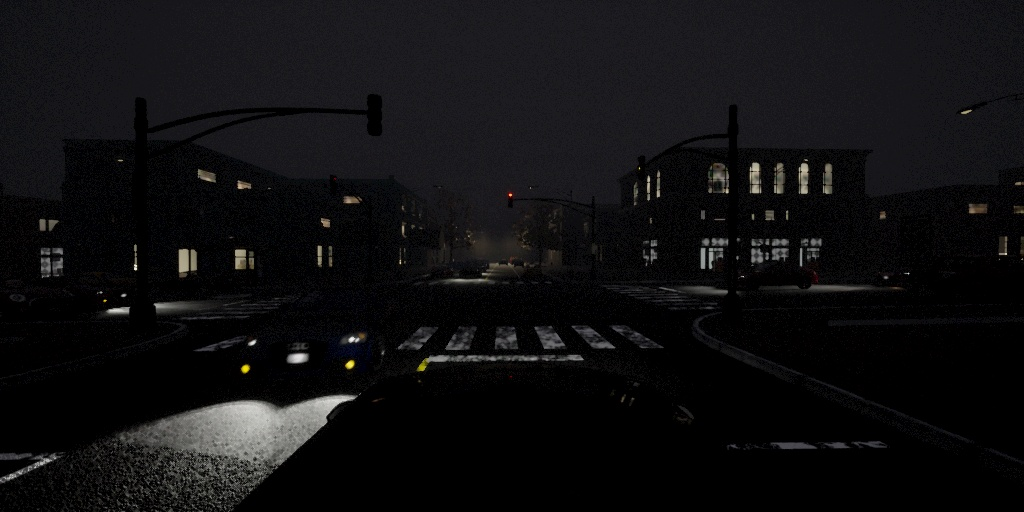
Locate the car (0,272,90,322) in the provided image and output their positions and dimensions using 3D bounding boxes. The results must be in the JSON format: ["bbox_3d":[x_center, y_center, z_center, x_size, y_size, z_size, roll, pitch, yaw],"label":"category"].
[{"bbox_3d":[-18.344,1.422,12.745,4.097,1.591,1.967,0,0,-2],"label":"car"}]

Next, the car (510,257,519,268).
[{"bbox_3d":[1.186,1.288,61.521,2.007,1.370,4.403,0,0,-1],"label":"car"}]

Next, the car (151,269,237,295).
[{"bbox_3d":[-18.676,1.474,21.085,4.313,1.339,1.948,0,0,-2],"label":"car"}]

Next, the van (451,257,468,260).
[{"bbox_3d":[-6.769,1.082,44.674,1.690,1.789,3.998,0,0,-1],"label":"van"}]

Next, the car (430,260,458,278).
[{"bbox_3d":[-6.487,1.326,33.586,1.802,1.307,4.207,0,0,-1],"label":"car"}]

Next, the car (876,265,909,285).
[{"bbox_3d":[23.531,0.918,20.316,4.902,1.511,2.128,-1,1,-2],"label":"car"}]

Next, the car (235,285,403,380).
[{"bbox_3d":[-3.444,1.309,7.224,1.994,1.385,4.181,0,0,-9],"label":"car"}]

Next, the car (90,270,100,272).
[{"bbox_3d":[-24.494,1.500,20.833,4.829,1.417,1.751,0,0,-2],"label":"car"}]

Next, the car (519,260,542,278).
[{"bbox_3d":[1.886,1.269,33.969,1.751,1.417,4.829,0,0,-1],"label":"car"}]

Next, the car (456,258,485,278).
[{"bbox_3d":[-3.916,1.221,34.412,1.882,1.535,5.008,0,0,-2],"label":"car"}]

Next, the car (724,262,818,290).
[{"bbox_3d":[14.309,1.063,19.917,4.674,1.442,1.812,-1,1,-2],"label":"car"}]

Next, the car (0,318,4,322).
[{"bbox_3d":[-5.661,1.295,1.077,1.888,1.381,4.507,0,0,-1],"label":"car"}]

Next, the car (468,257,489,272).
[{"bbox_3d":[-4.174,1.219,44.451,1.882,1.535,5.008,0,0,-1],"label":"car"}]

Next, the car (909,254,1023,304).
[{"bbox_3d":[19.644,0.843,14.358,5.009,1.841,2.192,0,0,-2],"label":"car"}]

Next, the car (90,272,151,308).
[{"bbox_3d":[-18.636,1.524,15.291,4.181,1.385,1.994,0,1,-2],"label":"car"}]
